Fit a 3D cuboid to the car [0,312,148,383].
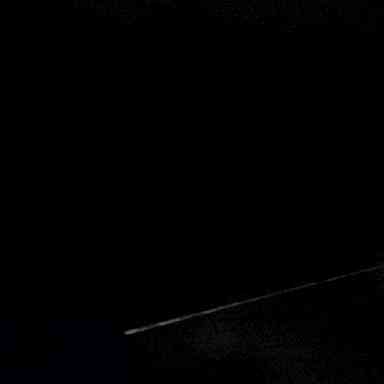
[{"bbox_3d":[-2.616,1.480,1.851,5.008,1.535,1.882,0,0,-36],"label":"car"}]
